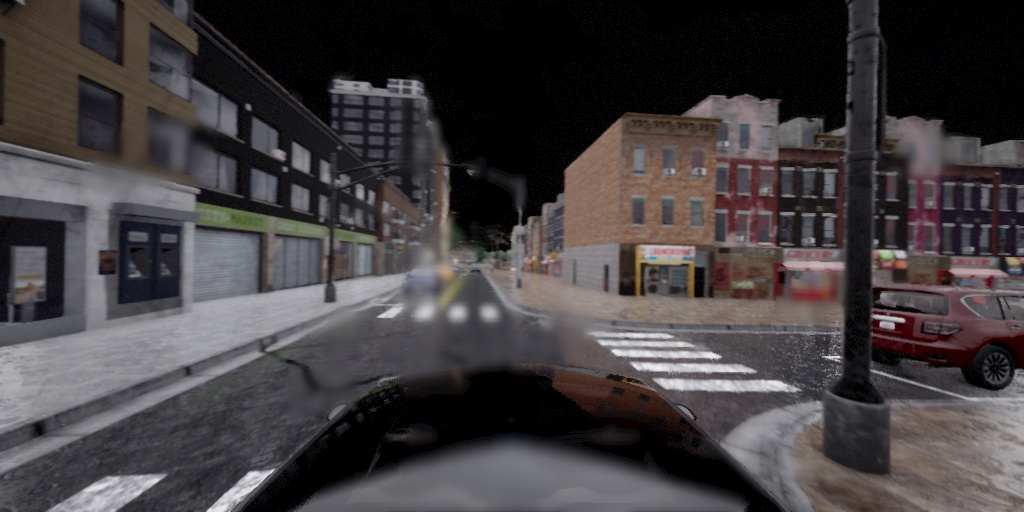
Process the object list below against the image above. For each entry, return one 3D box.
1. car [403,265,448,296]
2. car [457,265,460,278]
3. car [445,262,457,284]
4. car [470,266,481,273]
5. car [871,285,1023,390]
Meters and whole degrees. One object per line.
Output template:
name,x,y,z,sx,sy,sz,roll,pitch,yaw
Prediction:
car,-5.050,1.434,20.946,1.812,1.442,4.674,1,-1,-5
car,-7.226,1.596,42.152,2.097,1.767,4.553,1,-1,-6
car,-6.107,1.532,31.197,1.882,1.535,5.008,1,-1,-6
car,-6.584,2.370,64.456,1.895,1.301,4.718,1,-1,-6
car,10.024,1.588,7.571,5.009,1.841,2.192,0,0,-6
